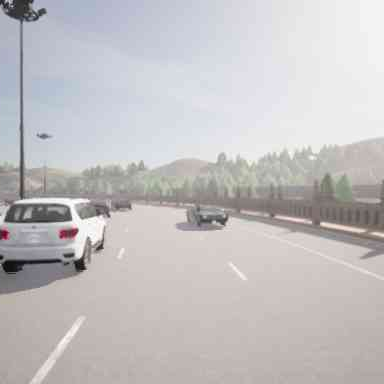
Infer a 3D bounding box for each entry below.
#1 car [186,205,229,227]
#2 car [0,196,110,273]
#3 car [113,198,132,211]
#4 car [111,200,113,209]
[{"bbox_3d":[0.874,1.534,22.454,1.895,1.301,4.718,0,0,-13],"label":"car"},{"bbox_3d":[-4.216,1.207,10.876,2.150,2.045,5.566,0,0,-7],"label":"car"},{"bbox_3d":[-8.637,1.410,40.380,2.128,1.511,4.902,0,0,-23],"label":"car"},{"bbox_3d":[-8.515,1.452,30.198,1.837,1.490,4.892,0,0,-18],"label":"car"}]
